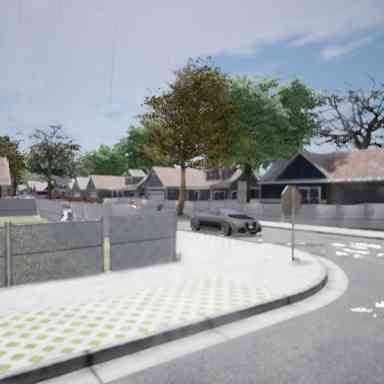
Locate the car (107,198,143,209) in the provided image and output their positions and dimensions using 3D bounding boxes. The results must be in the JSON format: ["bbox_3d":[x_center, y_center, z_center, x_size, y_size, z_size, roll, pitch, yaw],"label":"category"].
[{"bbox_3d":[-5.889,1.337,28.604,2.097,1.767,4.553,2,-2,-35],"label":"car"}]

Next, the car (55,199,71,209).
[{"bbox_3d":[-18.200,1.635,46.205,1.895,1.301,4.718,2,-1,-35],"label":"car"}]

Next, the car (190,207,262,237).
[{"bbox_3d":[1.717,1.519,17.800,1.994,1.385,4.181,2,-1,-35],"label":"car"}]
